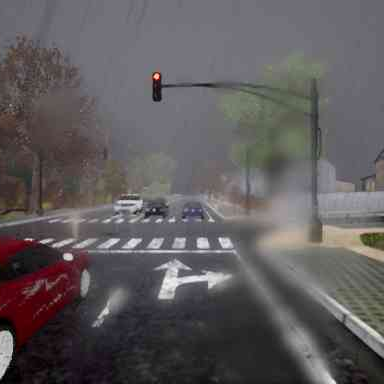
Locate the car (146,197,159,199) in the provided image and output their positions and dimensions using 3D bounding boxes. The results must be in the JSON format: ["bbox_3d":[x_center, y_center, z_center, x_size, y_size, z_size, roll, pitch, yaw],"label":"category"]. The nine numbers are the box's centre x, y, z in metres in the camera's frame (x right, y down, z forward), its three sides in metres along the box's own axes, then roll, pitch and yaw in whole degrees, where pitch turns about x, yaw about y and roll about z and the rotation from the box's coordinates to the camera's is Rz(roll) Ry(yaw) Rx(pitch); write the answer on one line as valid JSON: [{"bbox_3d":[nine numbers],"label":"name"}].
[{"bbox_3d":[-6.556,1.553,49.264,2.128,1.511,4.902,0,0,0],"label":"car"}]

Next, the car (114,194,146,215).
[{"bbox_3d":[-6.573,1.259,34.922,2.150,2.045,5.566,0,0,0],"label":"car"}]

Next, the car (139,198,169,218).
[{"bbox_3d":[-3.148,1.578,30.328,2.033,1.411,5.357,0,0,0],"label":"car"}]

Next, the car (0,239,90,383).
[{"bbox_3d":[-3.146,1.482,5.280,1.882,1.535,5.008,0,0,0],"label":"car"}]

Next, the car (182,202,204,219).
[{"bbox_3d":[0.111,1.581,29.852,2.033,1.411,5.357,0,0,0],"label":"car"}]
